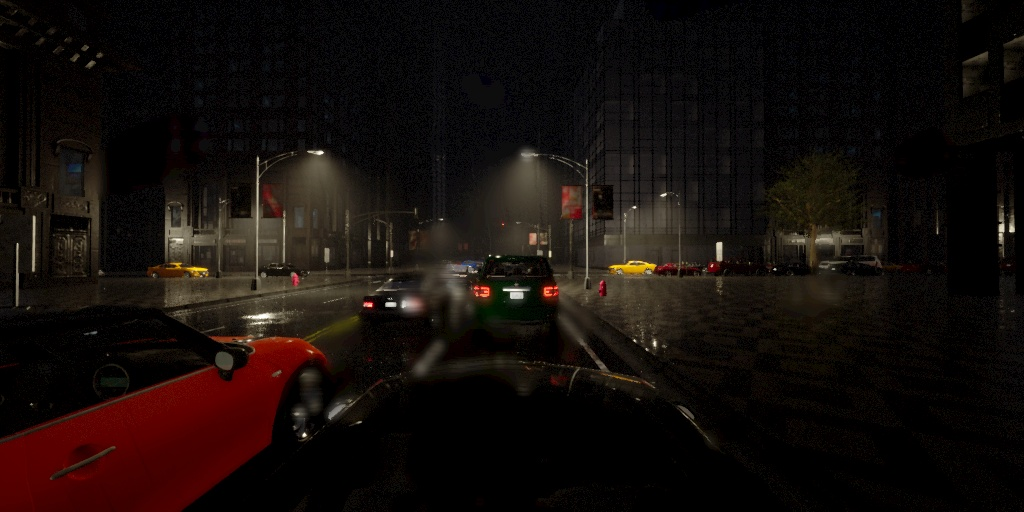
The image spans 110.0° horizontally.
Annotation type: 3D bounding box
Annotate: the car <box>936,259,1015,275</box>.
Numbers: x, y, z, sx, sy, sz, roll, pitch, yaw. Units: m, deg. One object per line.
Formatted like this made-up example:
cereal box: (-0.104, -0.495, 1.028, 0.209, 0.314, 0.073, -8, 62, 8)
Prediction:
car: (43.558, 1.214, 33.761, 4.507, 1.381, 1.888, 0, 0, -1)

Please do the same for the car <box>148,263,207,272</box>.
car: (-32.981, 1.453, 35.489, 5.008, 1.535, 1.882, 0, -1, 0)

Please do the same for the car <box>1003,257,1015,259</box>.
car: (49.197, 0.973, 33.839, 5.009, 1.841, 2.192, 0, 0, -1)

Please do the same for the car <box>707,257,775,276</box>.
car: (21.008, 1.041, 33.449, 5.009, 1.841, 2.192, 0, 0, -1)

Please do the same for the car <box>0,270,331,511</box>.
car: (-3.146, 1.102, 2.342, 2.097, 1.767, 4.553, 0, 0, 0)

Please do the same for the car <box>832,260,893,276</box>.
car: (32.282, 1.260, 33.605, 4.313, 1.339, 1.948, 0, 0, -1)

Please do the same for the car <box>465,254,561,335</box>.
car: (0.115, 0.979, 10.670, 2.150, 2.045, 5.566, 0, 0, 0)

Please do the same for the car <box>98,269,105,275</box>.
car: (-43.329, 1.549, 35.519, 4.674, 1.442, 1.812, 0, -1, 0)

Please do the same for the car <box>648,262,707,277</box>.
car: (15.369, 1.327, 33.370, 4.207, 1.307, 1.802, 0, 0, -1)

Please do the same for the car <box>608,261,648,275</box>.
car: (13.061, 1.300, 39.116, 5.008, 1.535, 1.882, 0, -1, -1)

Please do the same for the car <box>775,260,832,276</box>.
car: (26.645, 1.276, 33.526, 4.313, 1.339, 1.948, 0, 0, -1)

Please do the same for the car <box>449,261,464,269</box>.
car: (-9.713, 1.572, 63.218, 1.812, 1.442, 4.674, 0, 0, 1)

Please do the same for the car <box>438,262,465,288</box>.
car: (-3.122, 1.280, 21.491, 2.128, 1.511, 4.902, 0, 0, 0)

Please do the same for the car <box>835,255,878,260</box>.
car: (37.162, 0.970, 39.432, 5.566, 2.045, 2.150, -1, -1, 0)

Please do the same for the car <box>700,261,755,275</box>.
car: (23.512, 1.292, 39.257, 4.892, 1.490, 1.837, 0, -1, -1)

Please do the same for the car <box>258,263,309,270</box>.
car: (-22.556, 1.432, 35.460, 4.892, 1.490, 1.837, 0, -1, 0)

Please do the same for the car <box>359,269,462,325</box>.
car: (-3.120, 1.307, 11.754, 2.033, 1.411, 5.357, 0, 0, 0)

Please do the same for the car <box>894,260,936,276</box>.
car: (42.570, 1.179, 36.378, 5.008, 1.535, 1.882, 0, -1, 0)
